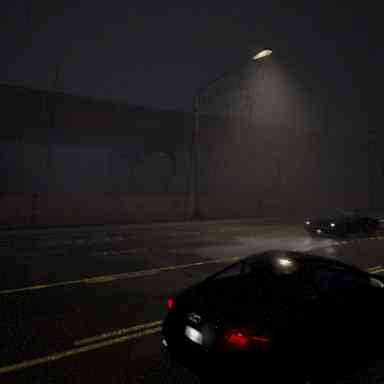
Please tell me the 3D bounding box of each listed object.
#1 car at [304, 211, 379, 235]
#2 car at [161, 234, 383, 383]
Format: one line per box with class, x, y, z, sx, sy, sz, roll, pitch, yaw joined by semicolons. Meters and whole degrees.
car;8.423;1.756;18.602;4.718;1.301;1.895;1;0;-35
car;1.654;1.600;4.929;4.181;1.385;1.994;1;0;-36
